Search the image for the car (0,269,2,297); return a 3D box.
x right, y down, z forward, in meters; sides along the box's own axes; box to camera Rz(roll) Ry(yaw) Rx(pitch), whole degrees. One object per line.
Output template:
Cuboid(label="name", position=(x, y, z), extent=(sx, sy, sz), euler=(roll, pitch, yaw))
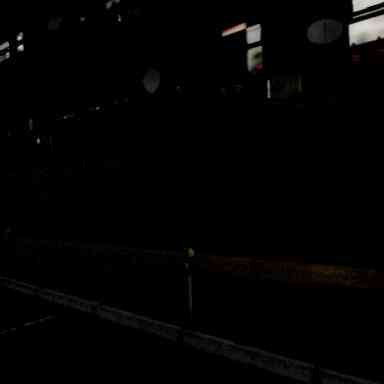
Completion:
Cuboid(label="car", position=(-5.627, 1.628, 6.768), extent=(4.507, 1.381, 1.887), euler=(-1, -2, 36))
